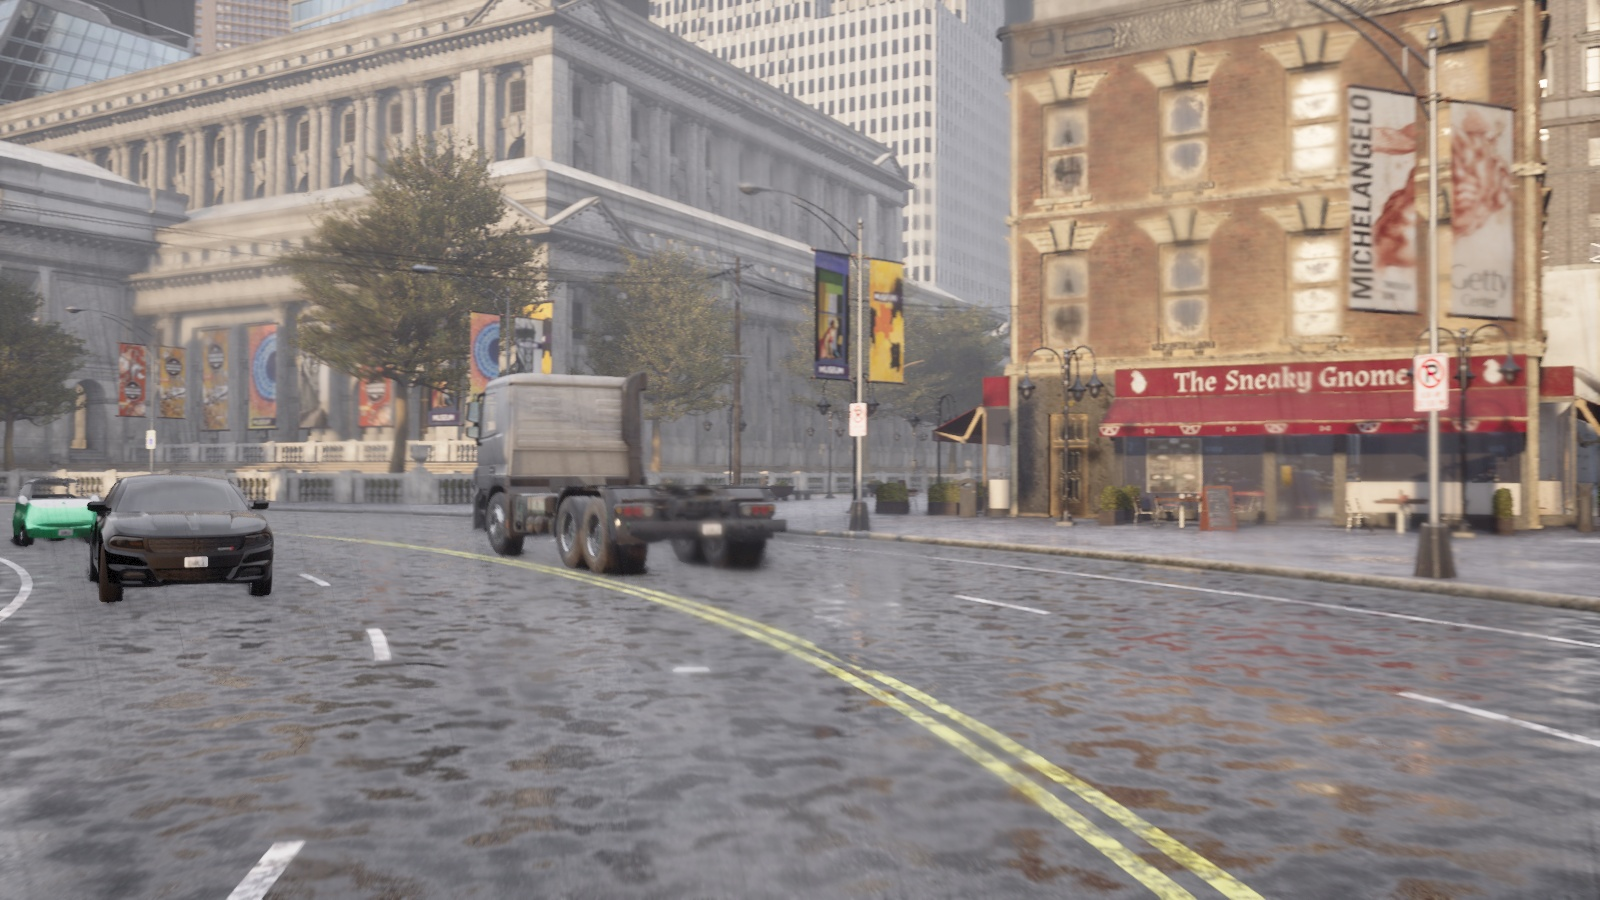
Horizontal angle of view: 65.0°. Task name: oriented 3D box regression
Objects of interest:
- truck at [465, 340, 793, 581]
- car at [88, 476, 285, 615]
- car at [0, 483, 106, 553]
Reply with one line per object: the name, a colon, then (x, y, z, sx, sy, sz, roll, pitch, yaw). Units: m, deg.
truck: (-3.369, 0.221, 22.142, 2.891, 3.462, 7.936, 0, -1, -30)
car: (-8.219, 1.112, 16.558, 1.882, 1.535, 5.008, 0, -1, -31)
car: (-15.663, 1.389, 26.255, 1.481, 1.376, 2.207, 1, -2, -45)
